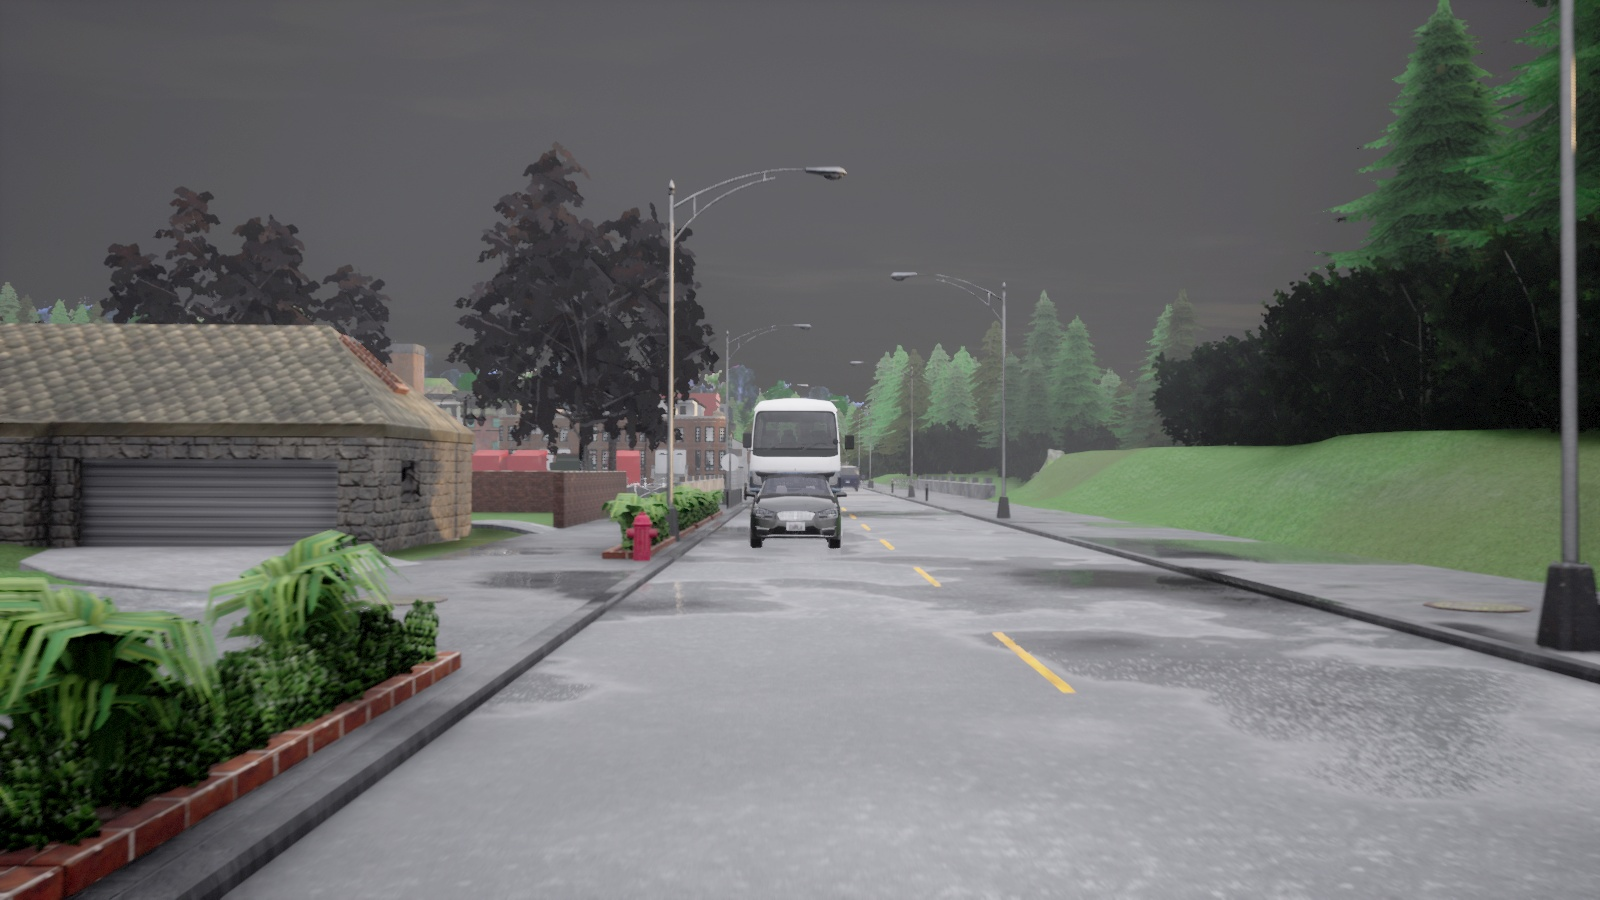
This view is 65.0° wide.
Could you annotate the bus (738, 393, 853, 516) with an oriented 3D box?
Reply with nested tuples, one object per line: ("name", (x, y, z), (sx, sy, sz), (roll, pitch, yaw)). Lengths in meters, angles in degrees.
("bus", (-0.161, 0.252, 48.552), (3.944, 4.253, 10.273), (0, -1, 0))

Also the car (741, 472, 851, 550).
("car", (-0.082, 1.219, 26.746), (2.128, 1.511, 4.902), (0, -1, 0))
